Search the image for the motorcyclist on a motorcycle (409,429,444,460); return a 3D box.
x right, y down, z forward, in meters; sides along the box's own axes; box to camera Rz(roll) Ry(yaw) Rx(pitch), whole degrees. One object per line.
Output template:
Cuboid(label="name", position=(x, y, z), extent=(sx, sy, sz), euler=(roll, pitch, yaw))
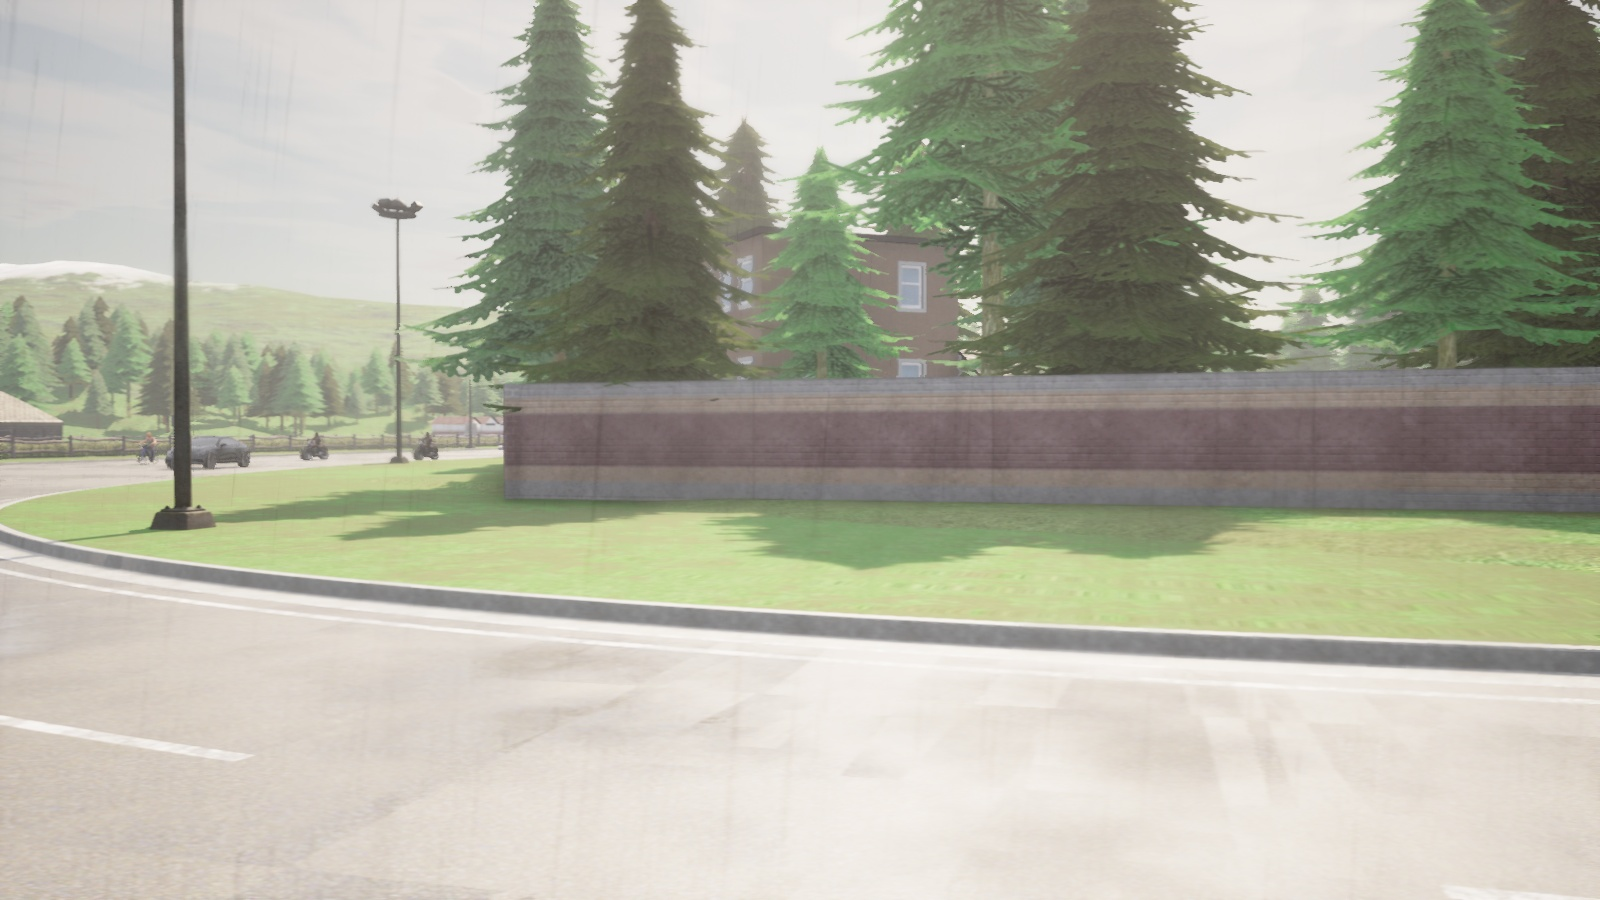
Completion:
Cuboid(label="motorcyclist on a motorcycle", position=(-20.400, -0.333, 68.591), extent=(0.766, 1.649, 2.350), euler=(1, 1, 13))

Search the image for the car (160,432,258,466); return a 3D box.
Cuboid(label="car", position=(-25.850, -0.085, 55.077), extent=(1.812, 1.442, 4.674), euler=(0, 1, 4))

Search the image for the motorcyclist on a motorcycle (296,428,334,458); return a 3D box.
Cuboid(label="motorcyclist on a motorcycle", position=(-27.171, -0.392, 70.393), extent=(0.766, 1.649, 2.350), euler=(1, 1, 13))
